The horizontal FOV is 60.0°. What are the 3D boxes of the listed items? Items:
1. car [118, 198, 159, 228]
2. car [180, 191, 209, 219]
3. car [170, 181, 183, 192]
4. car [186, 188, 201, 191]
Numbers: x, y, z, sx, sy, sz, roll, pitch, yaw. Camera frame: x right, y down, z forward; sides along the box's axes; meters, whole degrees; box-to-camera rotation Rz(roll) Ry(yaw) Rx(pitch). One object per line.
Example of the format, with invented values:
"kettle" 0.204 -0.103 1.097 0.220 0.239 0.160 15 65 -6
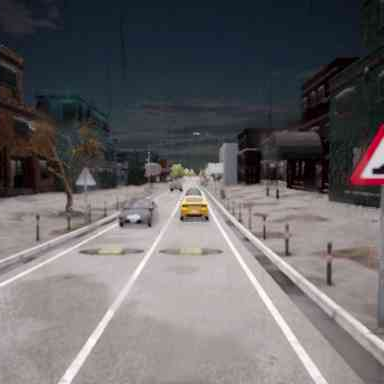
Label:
"car" -3.043 1.144 19.734 2.128 1.511 4.902 0 2 0
"car" 0.163 0.984 23.675 1.882 1.535 5.008 0 2 0
"car" -2.848 -1.027 61.406 2.150 2.045 5.566 0 2 1
"car" 0.219 0.188 41.928 1.994 1.385 4.181 0 3 0
